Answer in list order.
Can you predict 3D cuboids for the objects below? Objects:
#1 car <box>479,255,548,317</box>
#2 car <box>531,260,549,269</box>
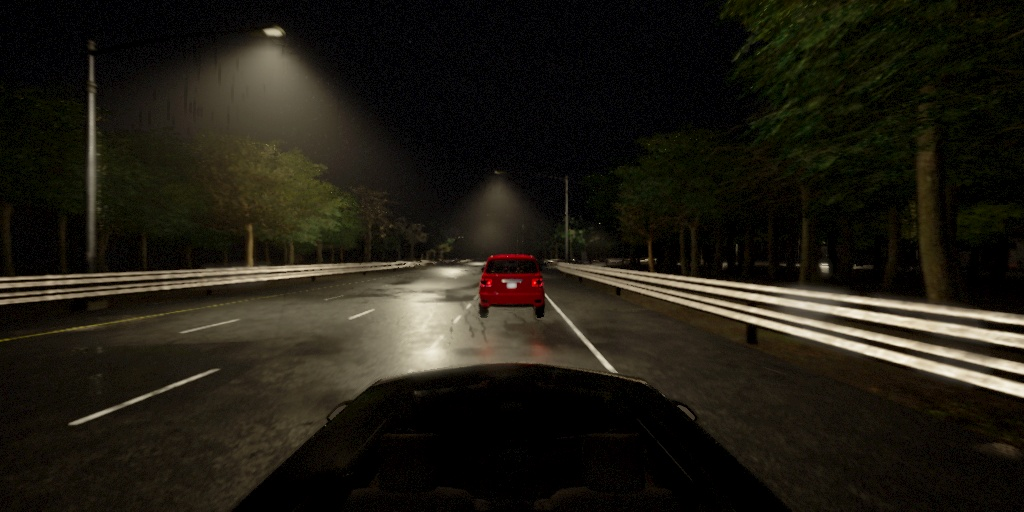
[{"bbox_3d":[-0.005,1.007,13.502,2.150,2.045,5.566,0,-1,0],"label":"car"},{"bbox_3d":[4.995,1.421,63.011,1.837,1.490,4.892,-1,0,20],"label":"car"}]
